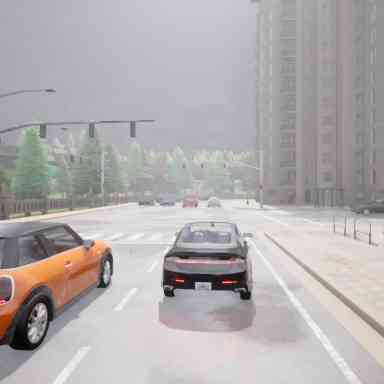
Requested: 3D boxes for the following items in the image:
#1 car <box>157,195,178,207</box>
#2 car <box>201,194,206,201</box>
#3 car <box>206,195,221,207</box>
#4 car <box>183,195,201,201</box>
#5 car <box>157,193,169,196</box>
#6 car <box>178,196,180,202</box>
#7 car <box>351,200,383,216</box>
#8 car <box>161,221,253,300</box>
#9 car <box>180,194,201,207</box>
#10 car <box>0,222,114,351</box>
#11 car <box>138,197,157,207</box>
[{"bbox_3d":[-3.773,1.563,51.758,1.994,1.385,4.181,0,0,4],"label":"car"},{"bbox_3d":[2.374,1.355,81.394,2.097,1.767,4.553,0,0,29],"label":"car"},{"bbox_3d":[3.449,1.525,51.935,1.812,1.442,4.674,0,0,4],"label":"car"},{"bbox_3d":[0.024,1.539,84.192,2.033,1.411,5.357,0,0,34],"label":"car"},{"bbox_3d":[-5.927,1.221,68.725,2.150,2.045,5.566,0,0,6],"label":"car"},{"bbox_3d":[-2.278,1.504,69.548,1.837,1.490,4.892,0,0,11],"label":"car"},{"bbox_3d":[18.463,1.560,33.159,4.892,1.490,1.837,0,0,3],"label":"car"},{"bbox_3d":[0.500,1.491,8.443,2.128,1.511,4.902,0,0,7],"label":"car"},{"bbox_3d":[-0.131,1.352,50.846,2.097,1.767,4.553,0,0,4],"label":"car"},{"bbox_3d":[-3.106,1.352,6.444,2.097,1.767,4.553,0,0,4],"label":"car"},{"bbox_3d":[-7.224,1.601,52.731,1.895,1.301,4.718,0,0,4],"label":"car"}]
